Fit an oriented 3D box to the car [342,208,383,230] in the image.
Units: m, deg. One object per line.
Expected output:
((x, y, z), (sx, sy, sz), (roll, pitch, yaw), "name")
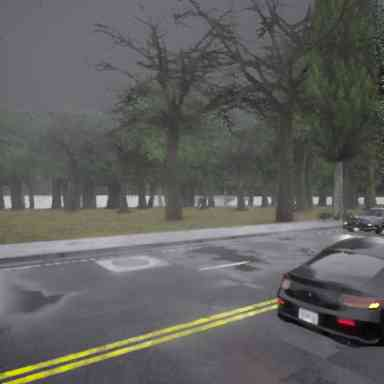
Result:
((11.047, 1.647, 19.546), (5.357, 1.411, 2.033), (0, 0, -35), "car")

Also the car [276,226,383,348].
((3.475, 1.553, 5.918), (4.674, 1.442, 1.812), (0, 0, -35), "car")
